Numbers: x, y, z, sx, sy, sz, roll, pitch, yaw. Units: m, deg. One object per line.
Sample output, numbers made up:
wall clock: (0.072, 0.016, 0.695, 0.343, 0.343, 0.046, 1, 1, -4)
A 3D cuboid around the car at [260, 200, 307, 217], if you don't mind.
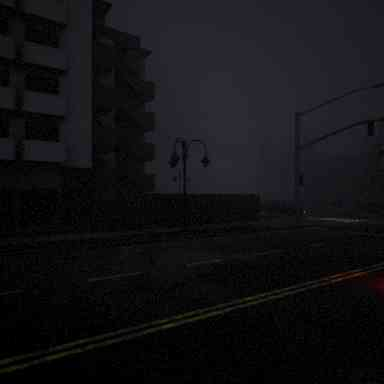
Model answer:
car: (8.435, 1.492, 31.304, 2.128, 1.511, 4.902, 0, 0, -37)
